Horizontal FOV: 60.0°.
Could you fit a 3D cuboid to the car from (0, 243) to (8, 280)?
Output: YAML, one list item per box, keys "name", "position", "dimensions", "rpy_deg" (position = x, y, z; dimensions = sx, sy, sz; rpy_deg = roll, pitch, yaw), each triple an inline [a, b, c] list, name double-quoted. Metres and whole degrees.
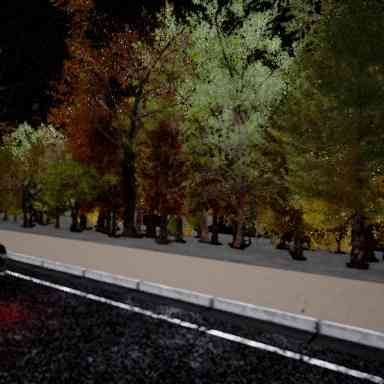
- name: "car"
  position: [-6.491, 1.483, 8.340]
  dimensions: [4.892, 1.490, 1.837]
  rpy_deg: [0, 0, 36]
